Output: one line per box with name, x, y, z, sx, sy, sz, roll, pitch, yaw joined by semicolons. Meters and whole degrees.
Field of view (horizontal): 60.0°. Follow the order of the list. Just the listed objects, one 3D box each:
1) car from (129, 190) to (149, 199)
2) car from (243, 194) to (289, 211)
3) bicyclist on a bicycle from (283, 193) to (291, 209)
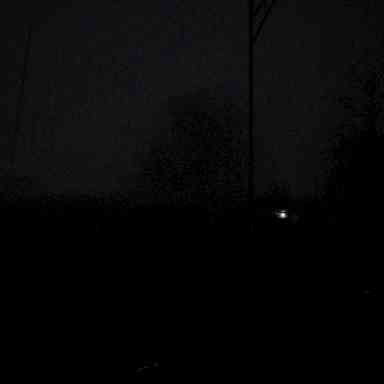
car;-8.676;0.431;54.567;1.812;1.442;4.674;-1;2;-35
car;7.126;0.988;32.429;2.128;1.511;4.902;-1;2;-35
bicyclist on a bicycle;9.605;0.926;34.183;1.656;1.620;0.582;0;1;-35
